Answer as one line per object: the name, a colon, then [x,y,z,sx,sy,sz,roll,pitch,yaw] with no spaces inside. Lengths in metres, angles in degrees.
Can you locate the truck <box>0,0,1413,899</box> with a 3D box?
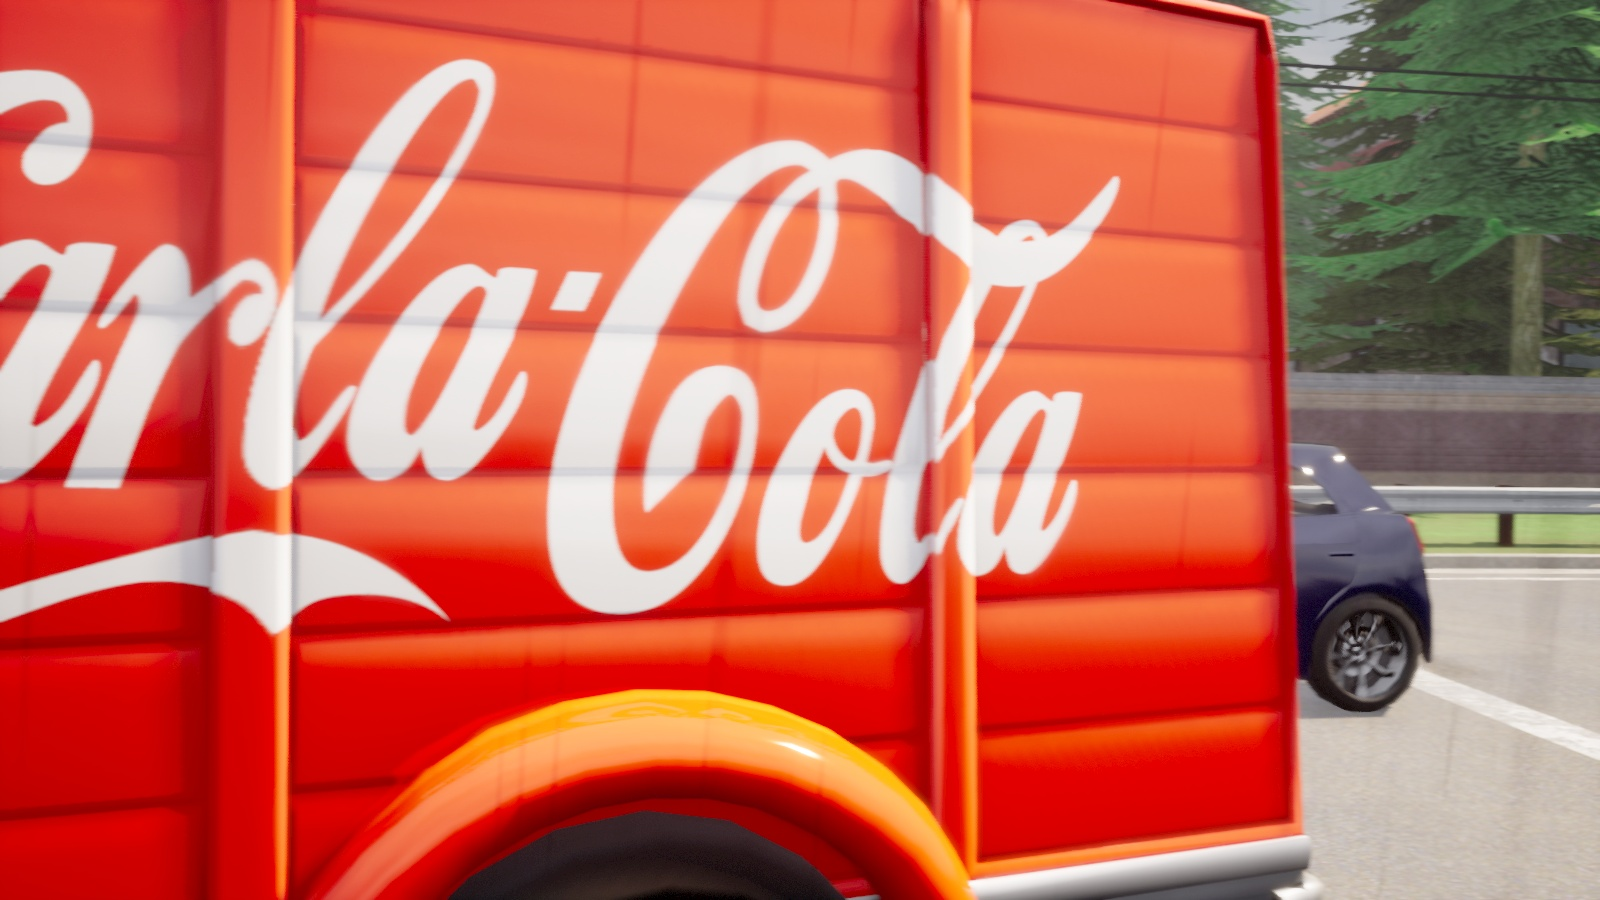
truck: [-1.772,0.277,2.552,5.204,2.467,2.627,-1,1,-22]

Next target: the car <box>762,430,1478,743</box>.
car: [1.713,0.652,7.381,3.633,1.501,1.845,-1,1,-10]
